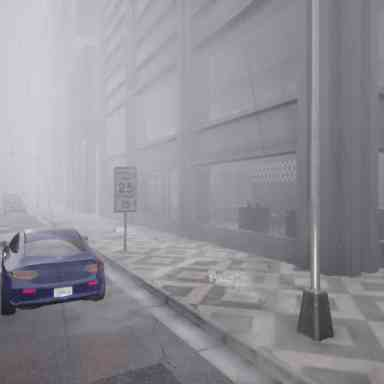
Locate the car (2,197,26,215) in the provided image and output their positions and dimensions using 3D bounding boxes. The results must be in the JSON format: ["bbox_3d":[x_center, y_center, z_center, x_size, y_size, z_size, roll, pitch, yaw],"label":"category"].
[{"bbox_3d":[-17.925,1.558,33.791,2.033,1.411,5.357,0,0,-29],"label":"car"}]

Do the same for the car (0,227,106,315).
[{"bbox_3d":[-3.307,1.527,7.641,1.812,1.442,4.674,0,0,-29],"label":"car"}]

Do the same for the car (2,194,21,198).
[{"bbox_3d":[-23.089,1.236,42.900,2.150,2.045,5.566,0,0,-29],"label":"car"}]
